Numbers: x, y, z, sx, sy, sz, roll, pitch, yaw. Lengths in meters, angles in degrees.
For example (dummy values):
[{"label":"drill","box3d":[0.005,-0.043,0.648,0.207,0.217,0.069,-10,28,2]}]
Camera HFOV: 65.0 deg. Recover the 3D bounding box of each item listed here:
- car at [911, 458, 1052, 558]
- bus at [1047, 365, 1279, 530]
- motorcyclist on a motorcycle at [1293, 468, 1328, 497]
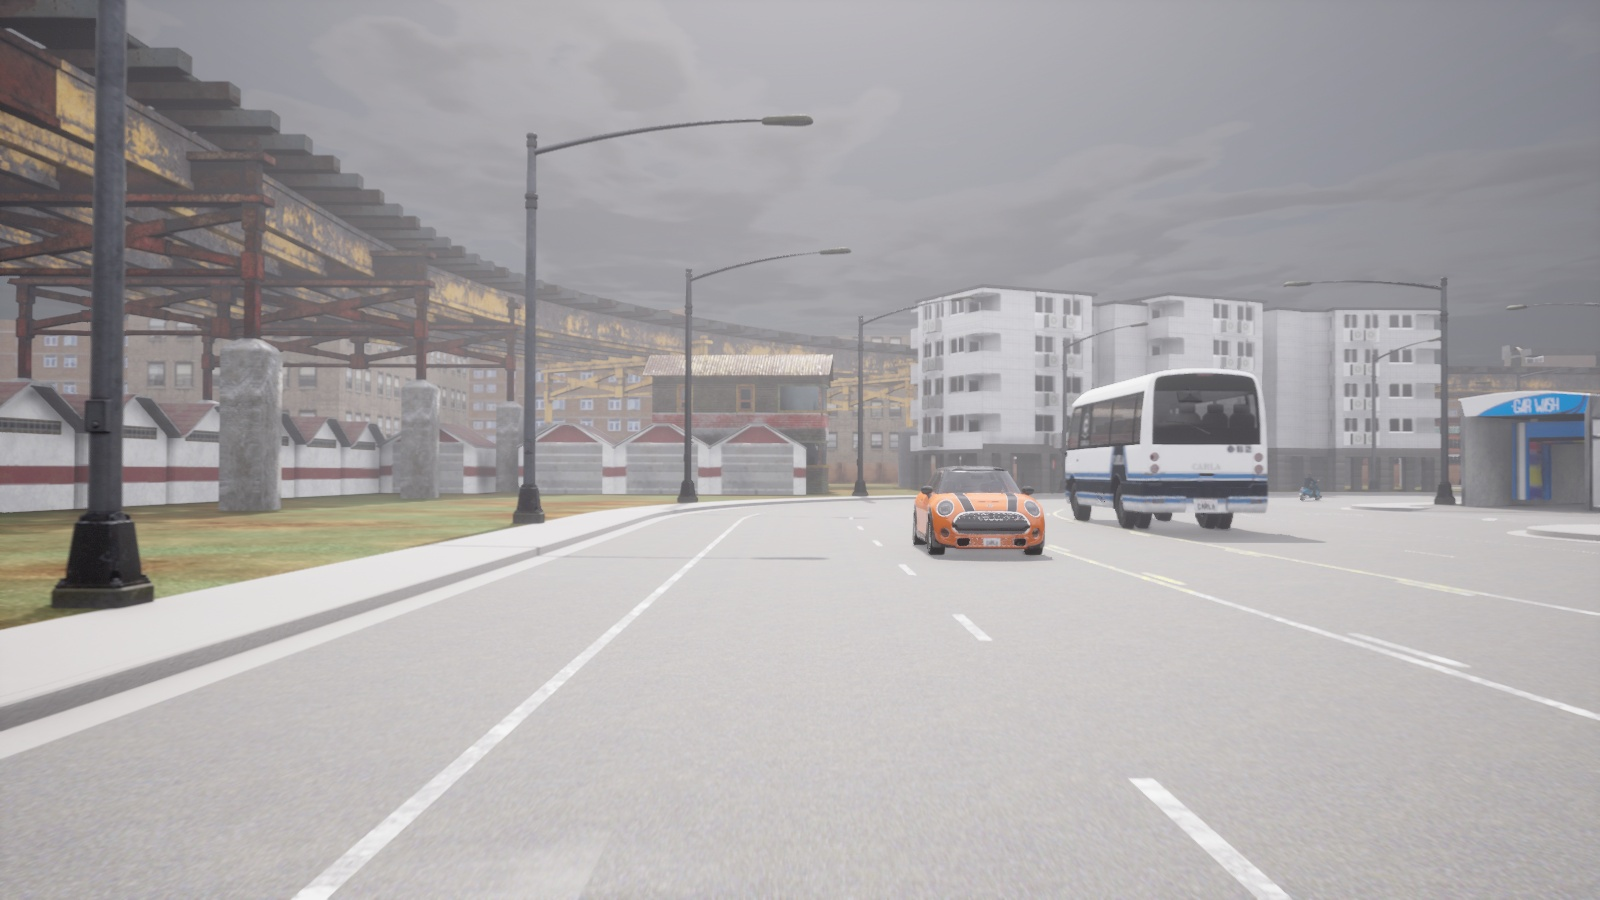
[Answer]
[{"label":"car","box3d":[3.439,1.073,24.682,2.097,1.767,4.553,0,-1,0]},{"label":"bus","box3d":[10.411,0.027,37.657,3.944,4.253,10.273,0,-1,0]},{"label":"motorcyclist on a motorcycle","box3d":[28.400,1.824,69.853,1.817,1.590,0.866,0,-1,-31]}]
